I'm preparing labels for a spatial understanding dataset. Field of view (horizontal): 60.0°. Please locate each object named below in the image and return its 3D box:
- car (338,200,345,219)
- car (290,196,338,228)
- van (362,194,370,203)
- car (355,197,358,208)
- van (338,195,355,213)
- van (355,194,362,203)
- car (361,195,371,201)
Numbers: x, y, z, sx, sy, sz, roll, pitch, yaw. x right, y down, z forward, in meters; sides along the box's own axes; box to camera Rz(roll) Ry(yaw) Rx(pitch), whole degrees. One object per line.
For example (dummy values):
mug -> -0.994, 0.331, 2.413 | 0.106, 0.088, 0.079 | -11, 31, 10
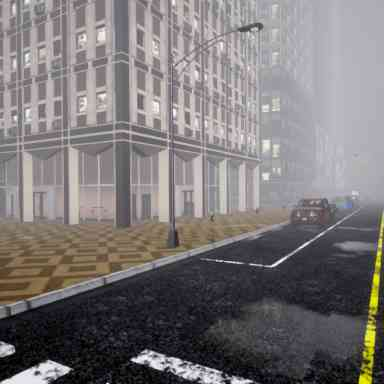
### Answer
car -> 10.917, 1.561, 27.074 | 1.947, 1.339, 4.313 | -1, 0, 30
car -> 8.080, 1.313, 22.308 | 2.192, 1.841, 5.009 | -1, 0, 30
van -> 36.111, 1.312, 70.182 | 1.690, 1.788, 3.998 | -1, 0, 30
car -> 19.344, 1.570, 41.426 | 1.802, 1.307, 4.206 | -1, 0, 30
van -> 16.546, 1.331, 36.635 | 1.690, 1.788, 3.998 | -1, 0, 30
van -> 22.136, 1.326, 46.220 | 1.690, 1.788, 3.998 | -1, 0, 30
car -> 41.704, 1.509, 79.765 | 1.887, 1.381, 4.507 | -1, 0, 30
